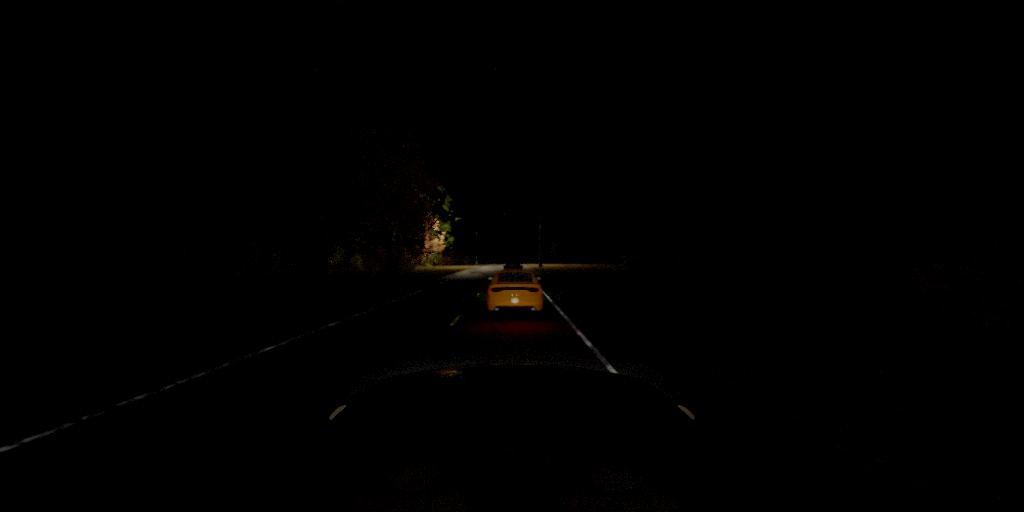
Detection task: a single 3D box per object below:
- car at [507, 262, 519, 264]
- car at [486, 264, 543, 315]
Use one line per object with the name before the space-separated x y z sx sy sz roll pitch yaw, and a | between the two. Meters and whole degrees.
car | 0.095 1.318 34.124 1.812 1.442 4.674 0 0 0
car | 0.094 1.233 13.662 1.882 1.535 5.008 0 0 0
